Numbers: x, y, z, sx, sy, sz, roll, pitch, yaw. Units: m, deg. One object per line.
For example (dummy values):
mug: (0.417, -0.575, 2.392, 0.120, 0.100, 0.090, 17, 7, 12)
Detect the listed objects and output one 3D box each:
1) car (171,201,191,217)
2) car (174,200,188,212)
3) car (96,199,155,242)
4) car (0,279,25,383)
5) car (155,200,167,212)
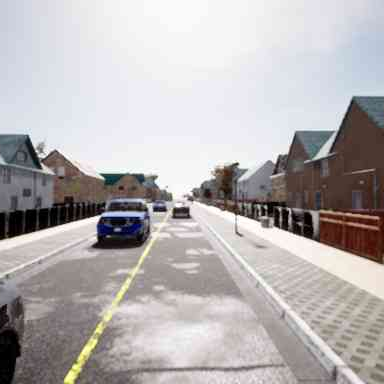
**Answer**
car: (-1.154, 1.847, 35.582, 2.128, 1.511, 4.902, 0, -1, -2)
car: (-1.589, 1.976, 47.496, 1.882, 1.535, 5.008, 0, -1, -2)
car: (-3.449, 1.387, 17.757, 2.150, 2.045, 5.566, 0, -1, -2)
car: (-2.891, 1.513, 2.143, 2.128, 1.511, 4.902, 0, -1, -2)
car: (-4.534, 1.977, 47.386, 1.882, 1.535, 5.008, 0, -1, -2)
